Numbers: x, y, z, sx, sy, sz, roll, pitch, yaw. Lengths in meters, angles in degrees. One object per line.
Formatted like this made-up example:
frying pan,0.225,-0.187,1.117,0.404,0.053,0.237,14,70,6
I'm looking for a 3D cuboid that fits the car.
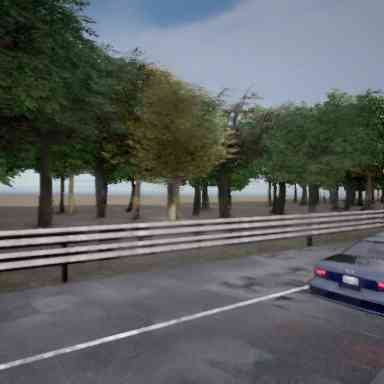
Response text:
car,4.798,1.587,7.214,5.357,1.411,2.033,0,0,-35
